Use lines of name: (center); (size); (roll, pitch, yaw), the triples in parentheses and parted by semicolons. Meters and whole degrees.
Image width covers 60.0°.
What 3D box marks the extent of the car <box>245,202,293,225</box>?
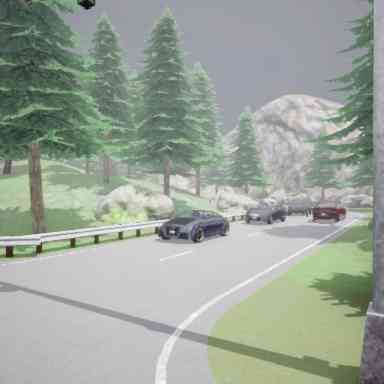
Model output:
car: (5.581, 1.516, 24.780); (2.128, 1.511, 4.902); (0, 0, 33)

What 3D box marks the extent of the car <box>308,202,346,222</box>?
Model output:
car: (11.095, 1.557, 26.712); (1.882, 1.535, 5.008); (0, -1, 33)

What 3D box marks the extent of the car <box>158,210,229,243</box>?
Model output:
car: (0.198, 1.581, 16.418); (1.994, 1.385, 4.181); (0, 0, 33)

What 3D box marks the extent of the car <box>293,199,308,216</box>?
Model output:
car: (10.891, 1.537, 33.510); (1.837, 1.490, 4.892); (0, 0, 26)
